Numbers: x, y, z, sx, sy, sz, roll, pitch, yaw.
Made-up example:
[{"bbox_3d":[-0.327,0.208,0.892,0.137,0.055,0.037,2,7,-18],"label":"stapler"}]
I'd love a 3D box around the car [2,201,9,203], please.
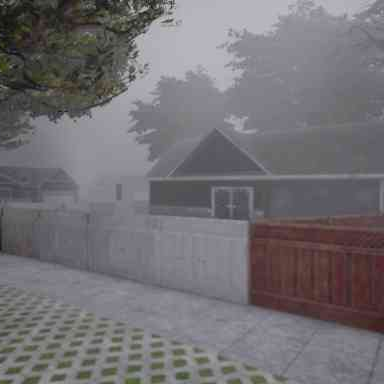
[{"bbox_3d":[-17.163,1.489,27.989,1.837,1.490,4.892,1,0,35],"label":"car"}]
